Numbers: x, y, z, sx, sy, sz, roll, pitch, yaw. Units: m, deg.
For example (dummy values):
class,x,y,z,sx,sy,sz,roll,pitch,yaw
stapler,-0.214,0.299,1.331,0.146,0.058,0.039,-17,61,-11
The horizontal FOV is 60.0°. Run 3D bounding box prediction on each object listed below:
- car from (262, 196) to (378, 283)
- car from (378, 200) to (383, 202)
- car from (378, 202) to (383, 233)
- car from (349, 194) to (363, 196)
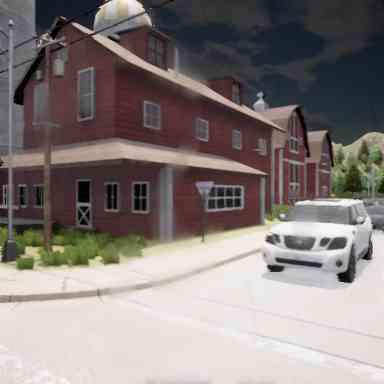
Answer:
class,x,y,z,sx,sy,sz,roll,pitch,yaw
car,4.134,1.242,10.332,2.150,2.045,5.566,0,0,35
car,16.877,1.446,28.715,2.097,1.767,4.553,0,0,35
car,10.911,1.565,20.105,1.837,1.490,4.892,0,0,35
car,21.609,1.287,42.774,1.905,1.878,3.866,6,1,-8
